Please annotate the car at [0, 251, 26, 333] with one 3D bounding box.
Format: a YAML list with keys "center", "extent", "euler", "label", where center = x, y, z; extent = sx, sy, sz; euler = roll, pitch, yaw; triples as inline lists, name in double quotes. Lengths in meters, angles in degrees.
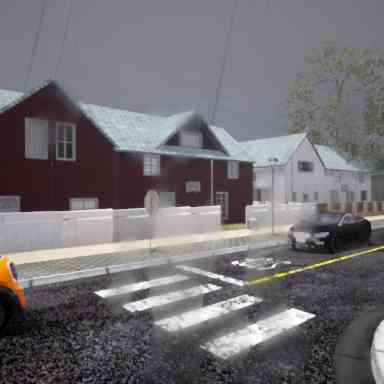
- center: [-4.992, 1.362, 4.712]
  extent: [4.553, 1.767, 2.097]
  euler: [1, 0, -41]
  label: "car"

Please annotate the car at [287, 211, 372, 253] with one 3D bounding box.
- center: [6.005, 1.600, 14.292]
  extent: [4.902, 1.511, 2.128]
  euler: [1, 0, -41]
  label: "car"
